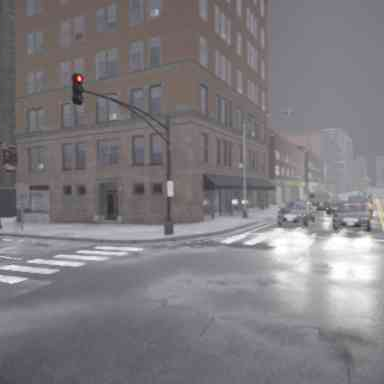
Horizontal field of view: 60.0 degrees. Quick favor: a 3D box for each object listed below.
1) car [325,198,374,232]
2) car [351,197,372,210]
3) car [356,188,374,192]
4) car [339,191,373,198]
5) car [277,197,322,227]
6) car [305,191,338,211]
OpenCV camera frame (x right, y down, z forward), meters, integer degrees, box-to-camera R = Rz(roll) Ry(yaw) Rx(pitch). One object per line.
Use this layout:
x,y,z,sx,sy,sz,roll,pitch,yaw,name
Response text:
9.106,1.308,18.911,2.128,1.511,4.902,-1,0,28,car
18.912,1.225,37.011,1.895,1.301,4.718,-1,0,29,car
26.135,0.319,50.259,2.150,2.045,5.566,-1,0,28,car
13.461,1.083,26.984,2.097,1.767,4.553,-1,0,28,car
6.889,1.327,21.690,2.128,1.511,4.902,-1,0,28,car
11.904,0.958,30.912,2.150,2.045,5.566,-1,0,29,car
